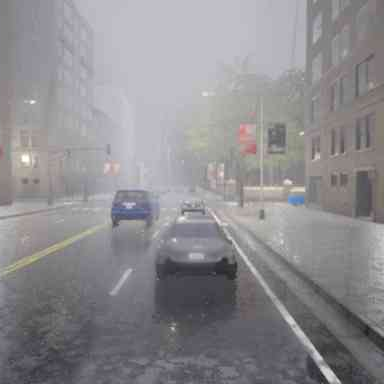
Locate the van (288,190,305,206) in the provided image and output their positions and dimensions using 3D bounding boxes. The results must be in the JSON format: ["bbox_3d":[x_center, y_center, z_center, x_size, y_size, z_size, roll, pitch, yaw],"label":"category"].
[{"bbox_3d":[12.150,0.645,34.967,3.998,1.788,1.690,0,1,1],"label":"van"}]

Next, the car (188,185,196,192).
[{"bbox_3d":[-0.034,-0.384,84.668,1.837,1.490,4.892,0,1,0],"label":"car"}]

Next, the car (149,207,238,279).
[{"bbox_3d":[0.097,1.357,9.421,1.994,1.385,4.181,0,1,0],"label":"car"}]

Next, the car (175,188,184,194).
[{"bbox_3d":[-3.284,-0.359,84.666,2.128,1.511,4.902,0,1,0],"label":"car"}]

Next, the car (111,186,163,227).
[{"bbox_3d":[-3.158,0.798,19.384,2.150,2.045,5.566,0,1,0],"label":"car"}]

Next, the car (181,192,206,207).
[{"bbox_3d":[0.089,0.981,26.009,2.033,1.411,5.357,0,1,0],"label":"car"}]

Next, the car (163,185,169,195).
[{"bbox_3d":[-6.530,-0.101,71.490,1.882,1.535,5.008,0,1,0],"label":"car"}]

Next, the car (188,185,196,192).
[{"bbox_3d":[-0.039,-0.979,95.101,2.150,2.045,5.566,0,1,0],"label":"car"}]

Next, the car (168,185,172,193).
[{"bbox_3d":[-6.536,-0.742,87.055,2.150,2.045,5.566,0,1,0],"label":"car"}]

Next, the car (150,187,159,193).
[{"bbox_3d":[-9.786,-0.490,87.089,1.882,1.535,5.008,0,1,0],"label":"car"}]

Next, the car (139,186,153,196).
[{"bbox_3d":[-9.779,-0.353,71.453,2.150,2.045,5.566,0,1,0],"label":"car"}]

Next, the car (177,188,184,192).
[{"bbox_3d":[-3.289,-0.609,95.108,1.895,1.301,4.718,0,1,0],"label":"car"}]
